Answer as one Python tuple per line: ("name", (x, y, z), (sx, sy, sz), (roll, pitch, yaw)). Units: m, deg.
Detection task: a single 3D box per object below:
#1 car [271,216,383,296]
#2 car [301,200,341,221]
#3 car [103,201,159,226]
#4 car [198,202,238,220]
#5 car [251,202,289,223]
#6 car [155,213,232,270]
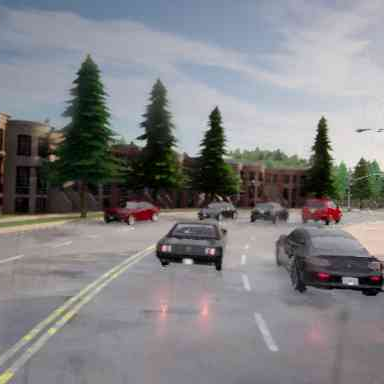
("car", (3.492, 1.678, 9.145), (1.812, 1.442, 4.674), (2, 0, 6))
("car", (11.185, 1.709, 28.590), (2.150, 2.045, 5.566), (2, 0, 36))
("car", (-3.997, 1.336, 22.648), (1.882, 1.535, 5.008), (2, 0, 22))
("car", (2.226, 1.624, 27.754), (1.837, 1.490, 4.892), (2, 0, 31))
("car", (6.616, 1.652, 27.858), (2.097, 1.767, 4.553), (2, 0, 31))
("car", (0.229, 1.622, 11.259), (1.895, 1.301, 4.718), (2, 0, 8))
